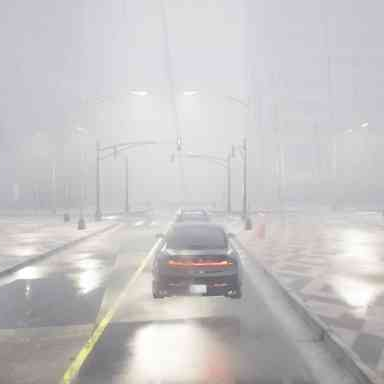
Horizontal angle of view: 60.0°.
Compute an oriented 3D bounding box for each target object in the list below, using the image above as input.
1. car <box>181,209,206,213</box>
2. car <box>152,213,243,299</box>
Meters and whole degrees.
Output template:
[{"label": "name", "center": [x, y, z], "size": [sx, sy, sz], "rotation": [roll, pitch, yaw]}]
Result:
[{"label": "car", "center": [0.061, 1.557, 17.340], "size": [1.994, 1.385, 4.181], "rotation": [0, 0, 1]}, {"label": "car", "center": [0.101, 1.502, 8.437], "size": [1.837, 1.490, 4.892], "rotation": [0, 0, 0]}]
